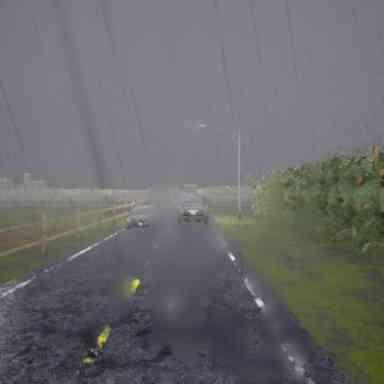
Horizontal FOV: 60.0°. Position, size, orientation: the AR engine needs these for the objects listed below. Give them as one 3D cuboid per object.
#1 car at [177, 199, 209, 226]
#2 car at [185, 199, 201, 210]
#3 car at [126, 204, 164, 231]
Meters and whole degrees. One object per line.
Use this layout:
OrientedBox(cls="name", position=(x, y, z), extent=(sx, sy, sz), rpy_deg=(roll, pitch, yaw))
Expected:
OrientedBox(cls="car", position=(0.088, 1.360, 23.323), extent=(2.097, 1.767, 4.553), rpy_deg=(0, 0, 0))
OrientedBox(cls="car", position=(0.115, 1.574, 43.005), extent=(1.994, 1.385, 4.181), rpy_deg=(0, 0, 0))
OrientedBox(cls="car", position=(-2.820, 1.514, 20.709), extent=(1.837, 1.490, 4.892), rpy_deg=(0, 0, 0))
